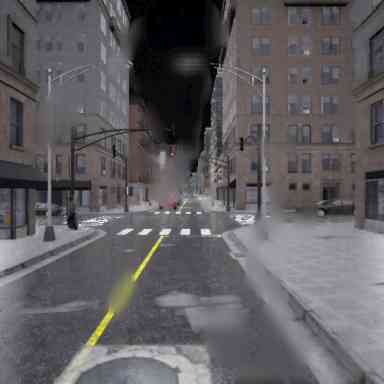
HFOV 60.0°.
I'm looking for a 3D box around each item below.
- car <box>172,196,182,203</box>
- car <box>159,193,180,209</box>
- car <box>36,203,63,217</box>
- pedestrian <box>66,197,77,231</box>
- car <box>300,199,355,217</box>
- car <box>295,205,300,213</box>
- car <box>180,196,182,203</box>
[{"bbox_3d":[-3.017,1.531,68.379,1.895,1.301,4.718,0,0,0],"label":"car"},{"bbox_3d":[-3.101,1.201,44.523,2.150,2.045,5.566,0,0,0],"label":"car"},{"bbox_3d":[-14.628,1.703,31.820,4.403,1.369,2.008,-1,0,0],"label":"car"},{"bbox_3d":[-6.398,1.139,17.742,0.375,1.860,0.375,0,0,0],"label":"pedestrian"},{"bbox_3d":[12.422,1.352,28.888,5.008,1.535,1.882,-1,0,-1],"label":"car"},{"bbox_3d":[12.135,1.434,31.632,4.507,1.381,1.887,-1,0,0],"label":"car"},{"bbox_3d":[-3.095,1.183,55.112,2.150,2.045,5.566,0,0,0],"label":"car"}]
